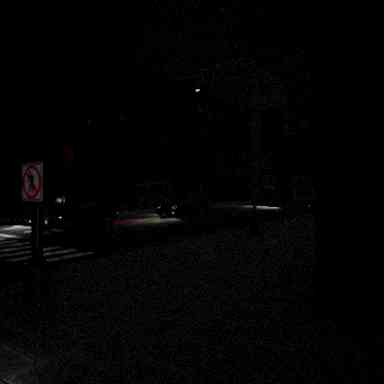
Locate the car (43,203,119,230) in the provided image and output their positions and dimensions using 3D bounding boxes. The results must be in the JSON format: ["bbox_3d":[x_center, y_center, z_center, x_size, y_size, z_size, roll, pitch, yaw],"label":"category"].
[{"bbox_3d":[-6.859,1.434,20.862,2.128,1.511,4.902,0,0,35],"label":"car"}]

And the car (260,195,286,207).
[{"bbox_3d":[11.765,1.371,47.083,1.994,1.385,4.181,0,0,36],"label":"car"}]

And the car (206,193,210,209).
[{"bbox_3d":[-0.234,1.103,35.851,2.150,2.045,5.566,0,0,35],"label":"car"}]

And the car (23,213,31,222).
[{"bbox_3d":[-8.939,1.492,23.572,2.033,1.411,5.357,0,0,34],"label":"car"}]

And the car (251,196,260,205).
[{"bbox_3d":[10.722,1.312,51.183,1.837,1.490,4.892,0,0,35],"label":"car"}]

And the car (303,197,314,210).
[{"bbox_3d":[14.712,1.317,39.757,1.837,1.490,4.892,0,0,35],"label":"car"}]

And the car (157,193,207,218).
[{"bbox_3d":[-1.001,1.255,29.138,2.097,1.767,4.553,0,0,35],"label":"car"}]
